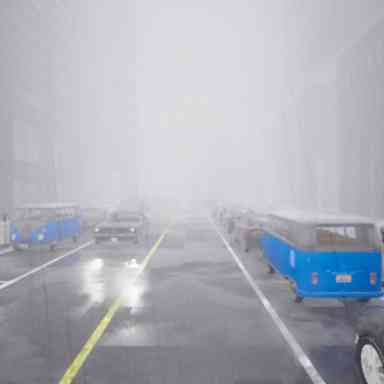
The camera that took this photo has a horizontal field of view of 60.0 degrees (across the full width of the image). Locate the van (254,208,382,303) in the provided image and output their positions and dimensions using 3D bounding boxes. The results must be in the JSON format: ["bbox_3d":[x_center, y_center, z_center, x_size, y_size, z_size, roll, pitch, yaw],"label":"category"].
[{"bbox_3d":[2.762,1.340,7.906,1.690,1.788,3.998,0,0,0],"label":"van"}]

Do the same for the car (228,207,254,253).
[{"bbox_3d":[2.762,1.543,13.525,1.887,1.381,4.507,0,0,0],"label":"car"}]

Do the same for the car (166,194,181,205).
[{"bbox_3d":[-3.050,1.556,57.863,2.033,1.411,5.357,0,0,1],"label":"car"}]

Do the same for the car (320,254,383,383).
[{"bbox_3d":[2.762,1.550,2.288,2.008,1.369,4.403,0,0,0],"label":"car"}]

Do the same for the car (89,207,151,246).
[{"bbox_3d":[-3.101,1.599,15.483,1.895,1.301,4.718,0,0,0],"label":"car"}]

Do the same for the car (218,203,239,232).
[{"bbox_3d":[2.762,1.542,19.143,1.887,1.381,4.507,0,0,0],"label":"car"}]

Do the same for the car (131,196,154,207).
[{"bbox_3d":[-5.763,1.314,35.988,2.192,1.841,5.009,0,0,0],"label":"car"}]

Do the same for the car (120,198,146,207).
[{"bbox_3d":[-5.762,1.549,30.370,2.008,1.369,4.403,0,0,0],"label":"car"}]

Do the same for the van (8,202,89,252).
[{"bbox_3d":[-5.763,1.340,13.514,1.690,1.788,3.998,0,0,0],"label":"van"}]

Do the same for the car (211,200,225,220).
[{"bbox_3d":[2.763,1.548,24.756,2.008,1.369,4.403,0,0,0],"label":"car"}]

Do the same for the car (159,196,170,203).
[{"bbox_3d":[-5.762,1.582,69.701,1.947,1.339,4.313,0,0,0],"label":"car"}]

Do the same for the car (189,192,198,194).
[{"bbox_3d":[0.002,1.103,84.707,2.150,2.045,5.566,0,0,0],"label":"car"}]

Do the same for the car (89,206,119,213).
[{"bbox_3d":[-5.763,1.549,19.132,2.008,1.369,4.403,0,0,0],"label":"car"}]

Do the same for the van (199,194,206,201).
[{"bbox_3d":[2.763,1.370,86.564,1.690,1.788,3.998,0,0,0],"label":"van"}]

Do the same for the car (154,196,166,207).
[{"bbox_3d":[-5.762,1.572,52.845,1.947,1.339,4.313,0,0,0],"label":"car"}]

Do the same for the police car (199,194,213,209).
[{"bbox_3d":[2.367,1.427,45.780,1.930,1.638,5.238,0,0,0],"label":"police car"}]

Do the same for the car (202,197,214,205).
[{"bbox_3d":[2.763,1.553,58.472,1.887,1.381,4.507,0,0,0],"label":"car"}]

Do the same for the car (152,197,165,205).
[{"bbox_3d":[-5.762,1.534,58.294,1.752,1.417,4.829,0,0,0],"label":"car"}]

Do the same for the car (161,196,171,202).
[{"bbox_3d":[-5.762,1.586,75.320,1.947,1.339,4.313,0,0,0],"label":"car"}]

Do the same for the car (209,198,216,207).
[{"bbox_3d":[2.763,1.523,30.550,1.752,1.417,4.829,0,0,0],"label":"car"}]

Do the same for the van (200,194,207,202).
[{"bbox_3d":[2.763,1.365,80.945,1.690,1.788,3.998,0,0,0],"label":"van"}]

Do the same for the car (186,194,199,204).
[{"bbox_3d":[0.002,1.537,63.156,1.812,1.442,4.674,0,0,0],"label":"car"}]

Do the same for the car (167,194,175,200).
[{"bbox_3d":[-5.762,1.475,92.176,1.967,1.590,4.097,0,0,0],"label":"car"}]

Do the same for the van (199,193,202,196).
[{"bbox_3d":[2.763,1.353,64.090,1.690,1.788,3.998,0,0,0],"label":"van"}]
